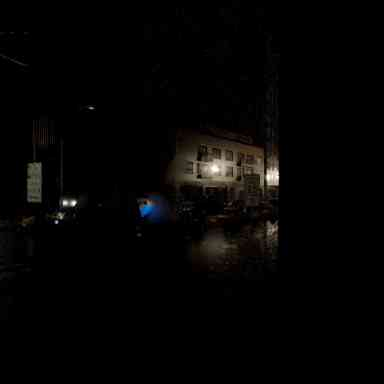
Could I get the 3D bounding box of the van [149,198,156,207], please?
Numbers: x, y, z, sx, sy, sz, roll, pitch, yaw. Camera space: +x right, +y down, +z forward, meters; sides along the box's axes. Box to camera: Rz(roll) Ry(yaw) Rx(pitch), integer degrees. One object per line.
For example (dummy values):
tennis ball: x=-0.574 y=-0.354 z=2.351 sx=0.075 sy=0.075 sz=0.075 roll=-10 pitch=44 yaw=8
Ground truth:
van: x=-4.483 y=1.331 z=25.151 sx=1.690 sy=1.788 sz=3.998 roll=0 pitch=0 yaw=36

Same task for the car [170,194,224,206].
car: x=0.682 y=1.217 z=27.890 sx=2.150 sy=2.045 sz=5.566 roll=0 pitch=0 yaw=36

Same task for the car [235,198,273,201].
car: x=6.751 y=1.590 z=36.238 sx=1.895 sy=1.301 sz=4.718 roll=0 pitch=0 yaw=36

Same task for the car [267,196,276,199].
car: x=8.836 y=1.544 z=43.506 sx=1.947 sy=1.339 sz=4.313 roll=0 pitch=0 yaw=36

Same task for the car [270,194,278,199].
car: x=12.167 y=1.288 z=48.094 sx=2.192 sy=1.841 sz=5.009 roll=0 pitch=0 yaw=36

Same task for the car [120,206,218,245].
car: x=-0.903 y=1.556 z=15.570 sx=2.008 sy=1.369 sz=4.403 roll=0 pitch=0 yaw=36

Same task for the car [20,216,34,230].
car: x=-7.913 y=1.514 z=20.425 sx=1.752 sy=1.417 sz=4.829 roll=0 pitch=0 yaw=36

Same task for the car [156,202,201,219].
car: x=-1.153 y=1.572 z=29.741 sx=1.802 sy=1.307 sz=4.206 roll=0 pitch=0 yaw=36

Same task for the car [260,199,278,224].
car: x=5.855 y=1.531 z=24.883 sx=1.752 sy=1.417 sz=4.829 roll=0 pitch=0 yaw=36

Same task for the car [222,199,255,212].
car: x=5.507 y=1.549 z=38.917 sx=1.947 sy=1.339 sz=4.313 roll=0 pitch=0 yaw=36

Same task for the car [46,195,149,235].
car: x=-5.407 y=1.216 z=19.507 sx=2.150 sy=2.045 sz=5.566 roll=0 pitch=0 yaw=36

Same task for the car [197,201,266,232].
car: x=2.526 y=1.531 z=20.294 sx=1.752 sy=1.417 sz=4.829 roll=0 pitch=0 yaw=36
